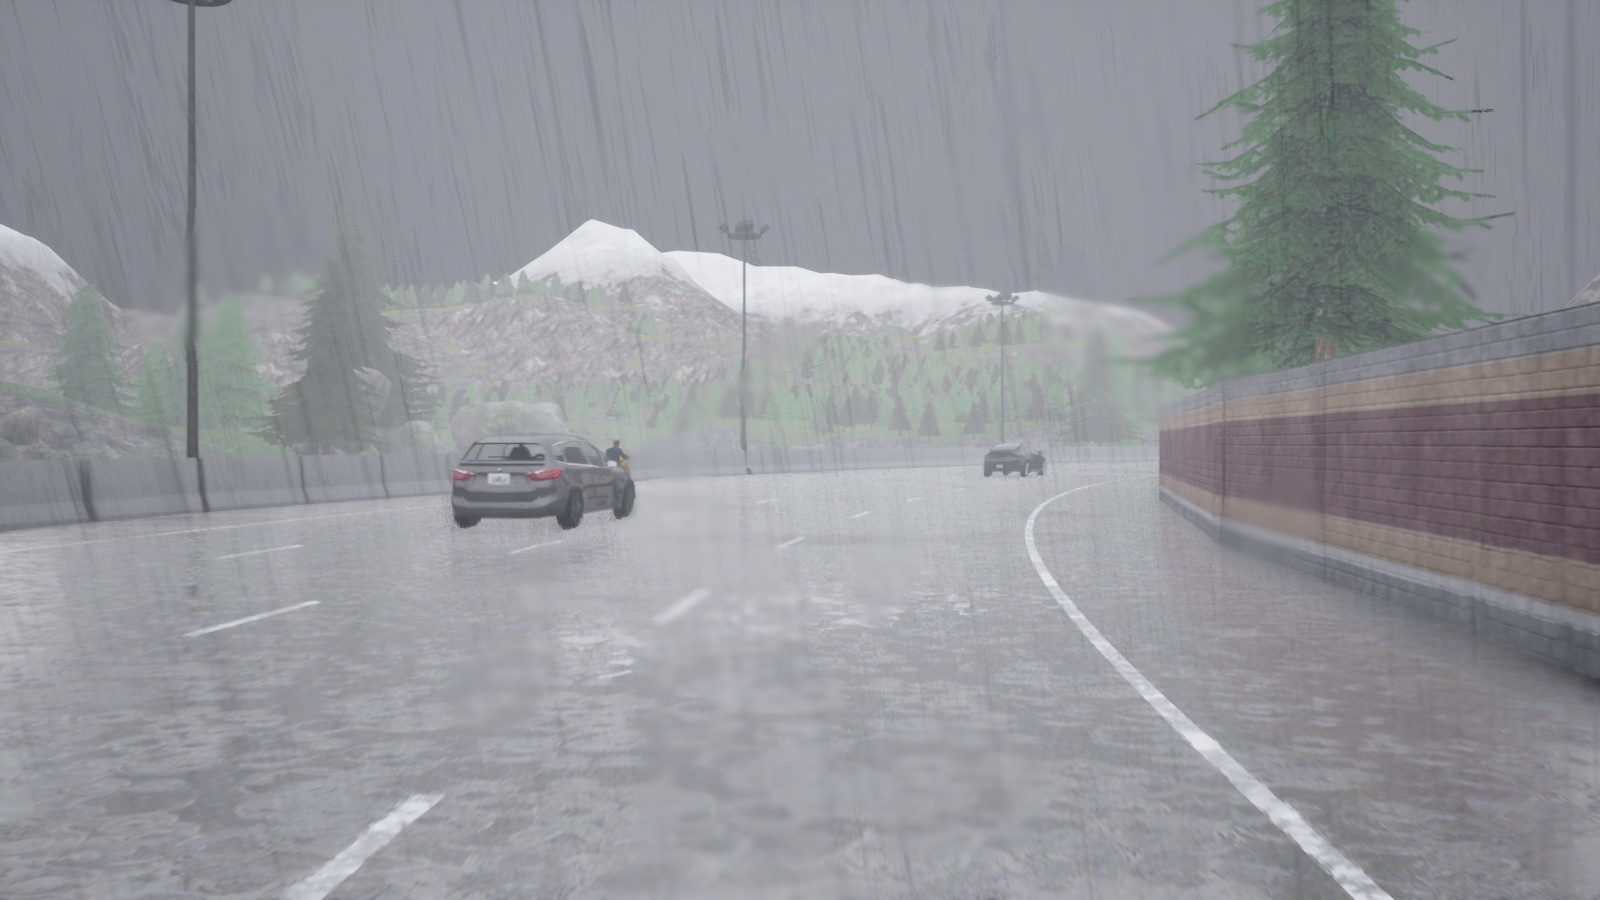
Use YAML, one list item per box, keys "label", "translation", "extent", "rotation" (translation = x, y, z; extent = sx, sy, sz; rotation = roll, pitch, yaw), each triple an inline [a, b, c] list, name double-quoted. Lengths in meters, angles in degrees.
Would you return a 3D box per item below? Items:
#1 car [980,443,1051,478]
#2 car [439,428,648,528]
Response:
- label: "car"
  translation: [9.617, 0.447, 55.792]
  extent: [1.837, 1.490, 4.892]
  rotation: [0, 0, 25]
- label: "car"
  translation: [-4.625, 0.453, 23.499]
  extent: [2.242, 1.667, 4.611]
  rotation: [0, 0, 11]
